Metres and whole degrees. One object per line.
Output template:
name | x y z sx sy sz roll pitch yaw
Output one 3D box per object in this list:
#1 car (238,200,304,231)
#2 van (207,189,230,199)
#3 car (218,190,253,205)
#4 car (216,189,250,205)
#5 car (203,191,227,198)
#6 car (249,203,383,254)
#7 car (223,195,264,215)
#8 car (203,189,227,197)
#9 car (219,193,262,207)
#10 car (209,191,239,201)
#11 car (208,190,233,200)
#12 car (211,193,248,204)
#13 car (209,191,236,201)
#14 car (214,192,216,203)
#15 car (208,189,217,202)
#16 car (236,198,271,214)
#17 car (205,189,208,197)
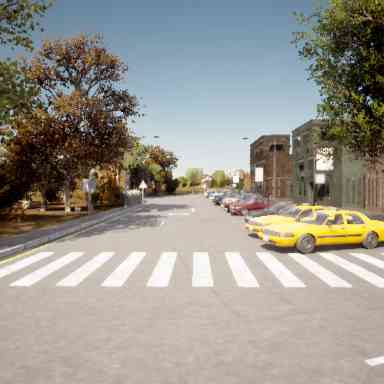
car | 5.156 1.318 15.762 5.366 1.575 1.946 0 1 -20
van | 5.790 0.443 72.904 4.442 1.987 1.878 1 0 -20
car | 5.446 0.961 33.835 4.553 1.767 2.185 1 1 -20
car | 5.466 0.924 36.836 4.553 1.767 2.185 1 1 -20
car | 5.529 0.605 78.806 5.366 1.575 1.946 1 1 -20
car | 5.150 1.357 12.761 5.366 1.575 1.946 1 1 -20
car | 5.380 1.203 27.826 4.674 1.452 2.002 0 1 -20
car | 5.746 0.302 84.895 5.566 2.045 2.435 1 0 -20
car | 5.367 1.153 30.817 4.792 1.488 2.163 1 1 -20
car | 5.555 0.687 57.840 4.553 1.767 2.185 1 0 -20
car | 5.680 0.599 66.857 4.553 1.767 2.185 1 1 -20
car | 5.491 0.939 48.827 4.792 1.488 2.163 1 1 -20
car | 5.576 0.657 60.841 4.553 1.767 2.185 1 0 -20
car | 5.450 1.053 39.834 4.674 1.452 2.002 1 0 -20
car | 5.465 0.727 42.809 5.566 2.045 2.435 1 1 -20
car | 5.347 1.283 18.826 4.892 1.521 2.231 1 1 -20
car | 5.519 0.625 51.825 5.566 2.045 2.435 1 1 -20
